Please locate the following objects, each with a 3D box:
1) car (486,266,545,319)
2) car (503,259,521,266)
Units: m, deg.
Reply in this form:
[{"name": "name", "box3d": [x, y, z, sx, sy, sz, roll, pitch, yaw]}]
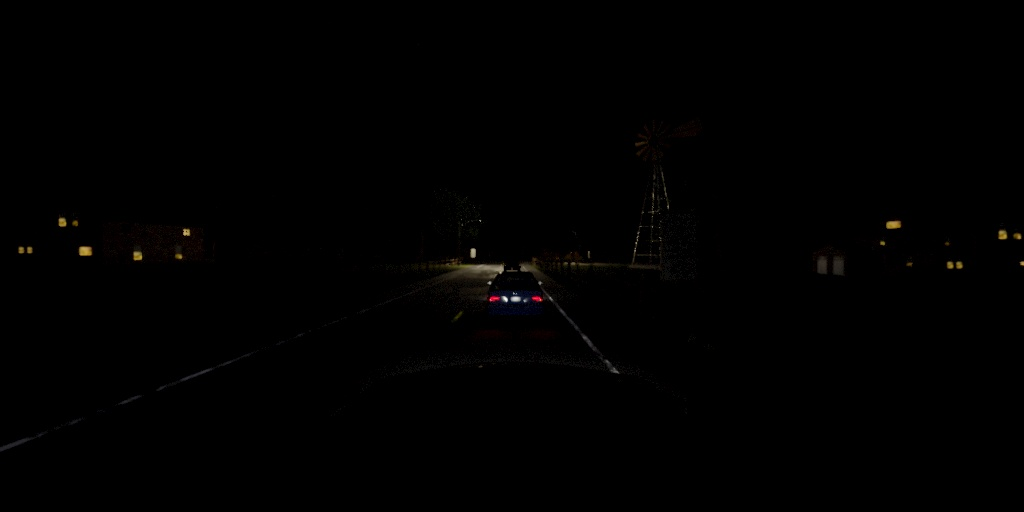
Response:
[{"name": "car", "box3d": [0.105, 1.243, 12.556, 2.033, 1.411, 5.357, 0, 0, 0]}, {"name": "car", "box3d": [0.020, 1.084, 39.569, 1.812, 1.442, 4.674, 0, 1, 0]}]
